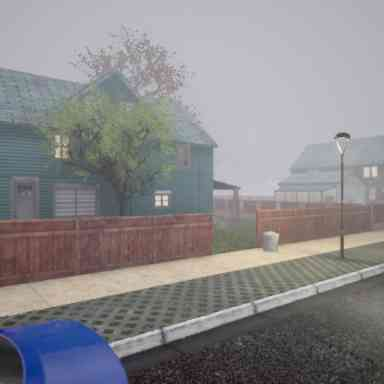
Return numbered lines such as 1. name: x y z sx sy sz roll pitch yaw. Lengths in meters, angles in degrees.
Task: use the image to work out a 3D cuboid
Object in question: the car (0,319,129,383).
1. car: -2.644 1.479 1.166 5.008 1.535 1.882 0 0 -35
